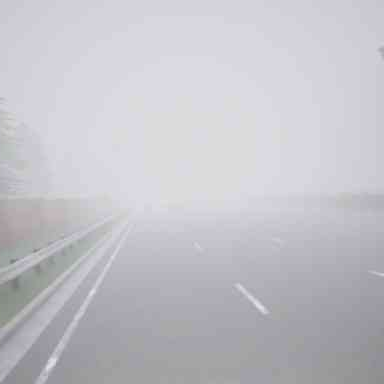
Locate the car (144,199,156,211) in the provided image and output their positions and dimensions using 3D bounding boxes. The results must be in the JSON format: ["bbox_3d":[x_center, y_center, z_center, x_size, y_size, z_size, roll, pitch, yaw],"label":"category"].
[{"bbox_3d":[-7.294,2.413,58.315,2.128,1.511,4.902,-4,0,-8],"label":"car"}]

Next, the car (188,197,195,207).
[{"bbox_3d":[-0.557,2.003,60.627,2.128,1.511,4.902,-4,0,-8],"label":"car"}]

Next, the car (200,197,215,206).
[{"bbox_3d":[2.912,1.857,61.076,1.994,1.385,4.181,-4,0,-8],"label":"car"}]

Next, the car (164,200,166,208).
[{"bbox_3d":[-4.029,2.255,60.243,1.812,1.442,4.674,-4,0,-8],"label":"car"}]

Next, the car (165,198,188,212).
[{"bbox_3d":[-2.255,2.007,47.554,2.128,1.511,4.902,-4,0,-7],"label":"car"}]

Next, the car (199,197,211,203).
[{"bbox_3d":[3.325,1.985,83.803,2.033,1.411,5.357,-4,0,-8],"label":"car"}]
